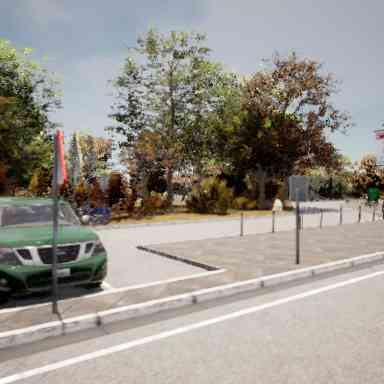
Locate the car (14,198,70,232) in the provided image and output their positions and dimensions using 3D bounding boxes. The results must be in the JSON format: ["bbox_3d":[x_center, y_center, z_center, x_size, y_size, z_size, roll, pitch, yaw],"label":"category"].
[{"bbox_3d":[-9.213,1.276,20.169,2.185,1.767,4.553,1,-1,-36],"label":"car"}]

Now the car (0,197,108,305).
[{"bbox_3d":[-4.049,1.160,8.418,2.435,2.045,5.566,0,0,-36],"label":"car"}]
